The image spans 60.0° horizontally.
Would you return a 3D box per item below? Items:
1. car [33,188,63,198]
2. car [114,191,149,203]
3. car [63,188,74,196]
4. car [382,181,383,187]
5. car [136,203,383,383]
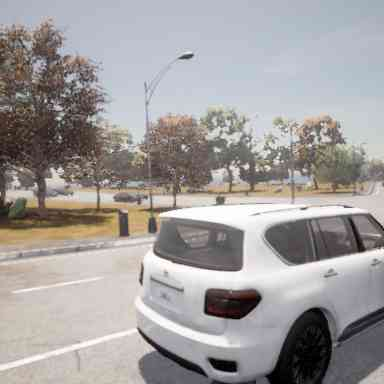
[{"bbox_3d":[-24.561,0.162,55.678,4.902,1.511,2.128,2,4,32],"label":"car"},{"bbox_3d":[-8.687,0.674,45.477,4.674,1.442,1.812,1,4,33],"label":"car"},{"bbox_3d":[-22.693,-0.071,58.629,4.181,1.385,1.994,2,4,32],"label":"car"},{"bbox_3d":[33.358,-1.168,56.033,1.837,1.490,4.892,-1,2,30],"label":"car"},{"bbox_3d":[1.820,1.187,5.350,5.566,2.045,2.150,-1,1,-38],"label":"car"}]
